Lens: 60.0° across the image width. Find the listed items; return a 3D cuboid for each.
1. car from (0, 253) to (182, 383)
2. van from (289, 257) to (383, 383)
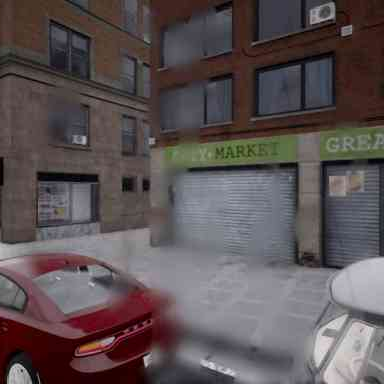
[{"bbox_3d":[-2.223,1.544,4.660,4.507,1.381,1.887,0,0,35],"label":"car"},{"bbox_3d":[2.387,1.341,1.375,3.998,1.788,1.690,0,0,35],"label":"van"}]
